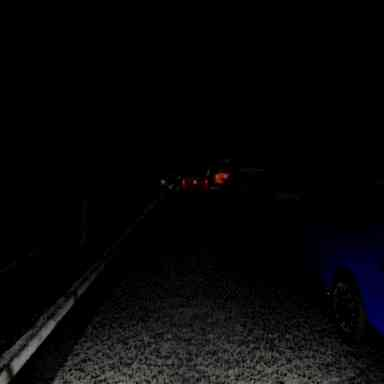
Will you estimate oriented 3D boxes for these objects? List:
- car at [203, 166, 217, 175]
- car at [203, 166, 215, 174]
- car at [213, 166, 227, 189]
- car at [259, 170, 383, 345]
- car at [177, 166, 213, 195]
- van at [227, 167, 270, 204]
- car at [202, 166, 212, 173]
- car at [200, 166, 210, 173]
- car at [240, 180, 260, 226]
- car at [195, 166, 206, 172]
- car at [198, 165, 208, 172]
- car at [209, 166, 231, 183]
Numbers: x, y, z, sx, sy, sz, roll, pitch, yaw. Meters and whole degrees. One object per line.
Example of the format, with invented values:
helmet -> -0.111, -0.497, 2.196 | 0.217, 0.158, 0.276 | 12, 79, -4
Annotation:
car -> 3.291, -3.917, 60.760 | 2.231, 1.521, 4.892 | 0, 5, 0
car -> 3.309, -4.389, 66.260 | 2.231, 1.521, 4.892 | 0, 5, 0
car -> 3.157, -1.609, 33.225 | 2.185, 1.767, 4.553 | 0, 5, 0
car -> 3.024, 0.777, 5.783 | 2.435, 2.045, 5.566 | 0, 5, 0
car -> 0.217, -0.839, 24.644 | 2.097, 1.767, 4.553 | 0, 5, 0
van -> 3.078, -0.228, 16.868 | 1.878, 1.987, 4.442 | 0, 5, 0
car -> 3.223, -4.806, 71.792 | 2.002, 1.452, 4.674 | 0, 5, -1
car -> 3.018, -5.297, 77.315 | 2.097, 1.535, 5.008 | 0, 5, -2
car -> 3.050, 0.556, 11.274 | 2.002, 1.452, 4.674 | 0, 5, 0
car -> 2.228, -6.180, 88.504 | 2.163, 1.488, 4.792 | 0, 5, -5
car -> 2.696, -5.870, 82.801 | 2.185, 1.767, 4.553 | 0, 5, -3
car -> 3.183, -2.099, 38.723 | 2.185, 1.767, 4.553 | 0, 5, 0
